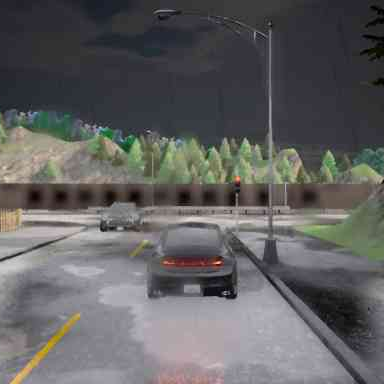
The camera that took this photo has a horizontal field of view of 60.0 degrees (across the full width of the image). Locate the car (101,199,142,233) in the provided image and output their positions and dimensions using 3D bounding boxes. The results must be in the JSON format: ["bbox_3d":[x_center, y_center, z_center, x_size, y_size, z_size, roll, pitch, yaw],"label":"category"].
[{"bbox_3d":[-4.059,1.352,19.817,2.097,1.767,4.553,0,0,-7],"label":"car"}]

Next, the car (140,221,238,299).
[{"bbox_3d":[0.025,1.505,8.429,1.837,1.490,4.892,0,0,1],"label":"car"}]
